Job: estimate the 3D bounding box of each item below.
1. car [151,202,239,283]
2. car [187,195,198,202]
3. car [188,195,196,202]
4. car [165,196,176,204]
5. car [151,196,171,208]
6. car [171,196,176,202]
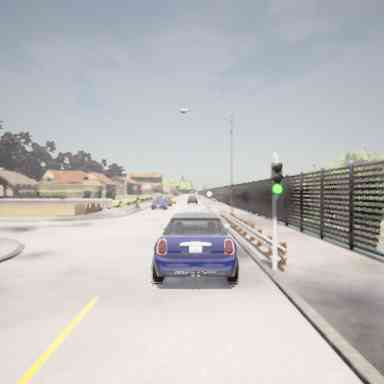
[{"bbox_3d":[0.091,1.348,9.845,2.097,1.767,4.553,0,0,0],"label":"car"},{"bbox_3d":[0.111,1.540,65.136,1.994,1.385,4.181,0,0,0],"label":"car"},{"bbox_3d":[0.008,1.495,78.554,1.812,1.442,4.674,0,0,0],"label":"car"},{"bbox_3d":[-3.990,1.455,62.415,1.882,1.535,5.008,0,0,0],"label":"car"},{"bbox_3d":[-4.080,1.510,42.384,1.812,1.442,4.674,0,0,0],"label":"car"},{"bbox_3d":[-4.061,1.528,52.152,2.033,1.411,5.357,0,0,0],"label":"car"}]
